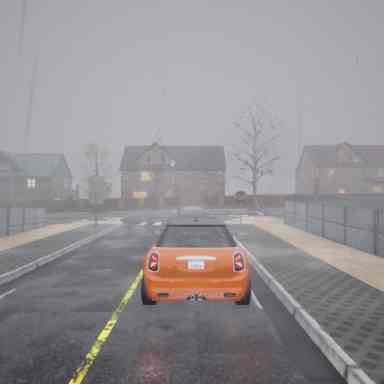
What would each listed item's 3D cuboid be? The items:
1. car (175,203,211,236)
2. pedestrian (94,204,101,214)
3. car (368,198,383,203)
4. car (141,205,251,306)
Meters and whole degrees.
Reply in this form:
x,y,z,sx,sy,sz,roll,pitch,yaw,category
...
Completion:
x,y,z,sx,sy,sz,roll,pitch,yaw,category
-0.078,1.486,19.511,1.882,1.535,5.008,0,0,-3,car
-9.681,1.279,34.051,0.375,1.860,0.375,0,2,0,pedestrian
19.166,0.976,31.210,5.008,1.535,1.882,-1,1,0,car
0.081,1.352,8.179,2.097,1.767,4.553,0,0,0,car
